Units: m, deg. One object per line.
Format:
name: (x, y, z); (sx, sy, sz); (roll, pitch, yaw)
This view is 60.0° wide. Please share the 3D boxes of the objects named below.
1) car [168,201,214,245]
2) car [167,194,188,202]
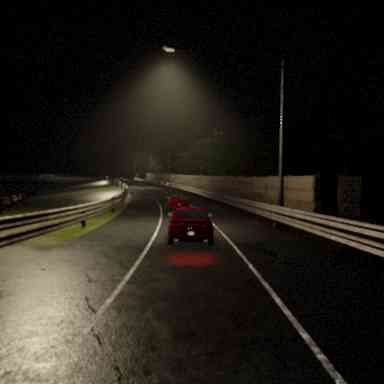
car: (-0.104, 1.431, 15.410); (1.882, 1.535, 5.008); (1, 1, -2)
car: (-1.501, 0.945, 34.441); (1.882, 1.535, 5.008); (1, 2, -7)
